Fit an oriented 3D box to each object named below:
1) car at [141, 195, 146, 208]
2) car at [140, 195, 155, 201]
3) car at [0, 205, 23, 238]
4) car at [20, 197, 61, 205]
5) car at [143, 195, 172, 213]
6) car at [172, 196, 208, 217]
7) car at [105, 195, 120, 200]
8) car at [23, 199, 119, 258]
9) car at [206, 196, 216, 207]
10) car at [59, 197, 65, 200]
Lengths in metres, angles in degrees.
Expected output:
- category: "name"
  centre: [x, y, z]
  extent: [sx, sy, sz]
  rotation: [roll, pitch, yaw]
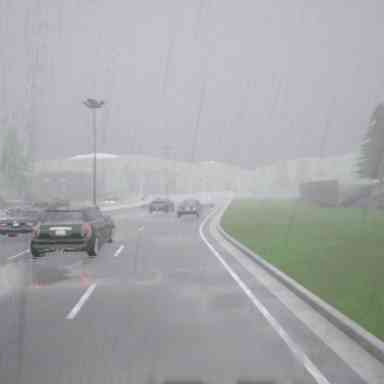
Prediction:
- category: "car"
  centre: [-5.186, 1.330, 43.410]
  extent: [1.812, 1.442, 4.674]
  rotation: [-1, 0, 8]
- category: "car"
  centre: [-9.496, 1.280, 71.160]
  extent: [1.895, 1.301, 4.718]
  rotation: [-1, 0, 8]
- category: "car"
  centre: [-8.012, 1.525, 17.748]
  extent: [2.033, 1.411, 5.357]
  rotation: [-1, 0, 0]
- category: "car"
  centre: [-15.143, 1.517, 31.703]
  extent: [2.033, 1.411, 5.357]
  rotation: [-1, 0, 9]
- category: "car"
  centre: [-2.967, 1.329, 33.699]
  extent: [2.128, 1.511, 4.902]
  rotation: [-1, 0, 7]
- category: "car"
  centre: [-0.070, 1.382, 29.010]
  extent: [2.033, 1.411, 5.357]
  rotation: [-1, 0, 7]
- category: "car"
  centre: [-16.742, 1.320, 69.890]
  extent: [1.994, 1.385, 4.181]
  rotation: [-1, 0, 8]
- category: "car"
  centre: [-4.362, 1.321, 12.869]
  extent: [2.097, 1.767, 4.553]
  rotation: [-1, 0, -3]
- category: "car"
  centre: [2.031, 1.253, 44.390]
  extent: [1.812, 1.442, 4.674]
  rotation: [-1, 0, 9]
- category: "car"
  centre: [-17.220, 1.424, 41.795]
  extent: [2.128, 1.511, 4.902]
  rotation: [-1, 0, 8]
